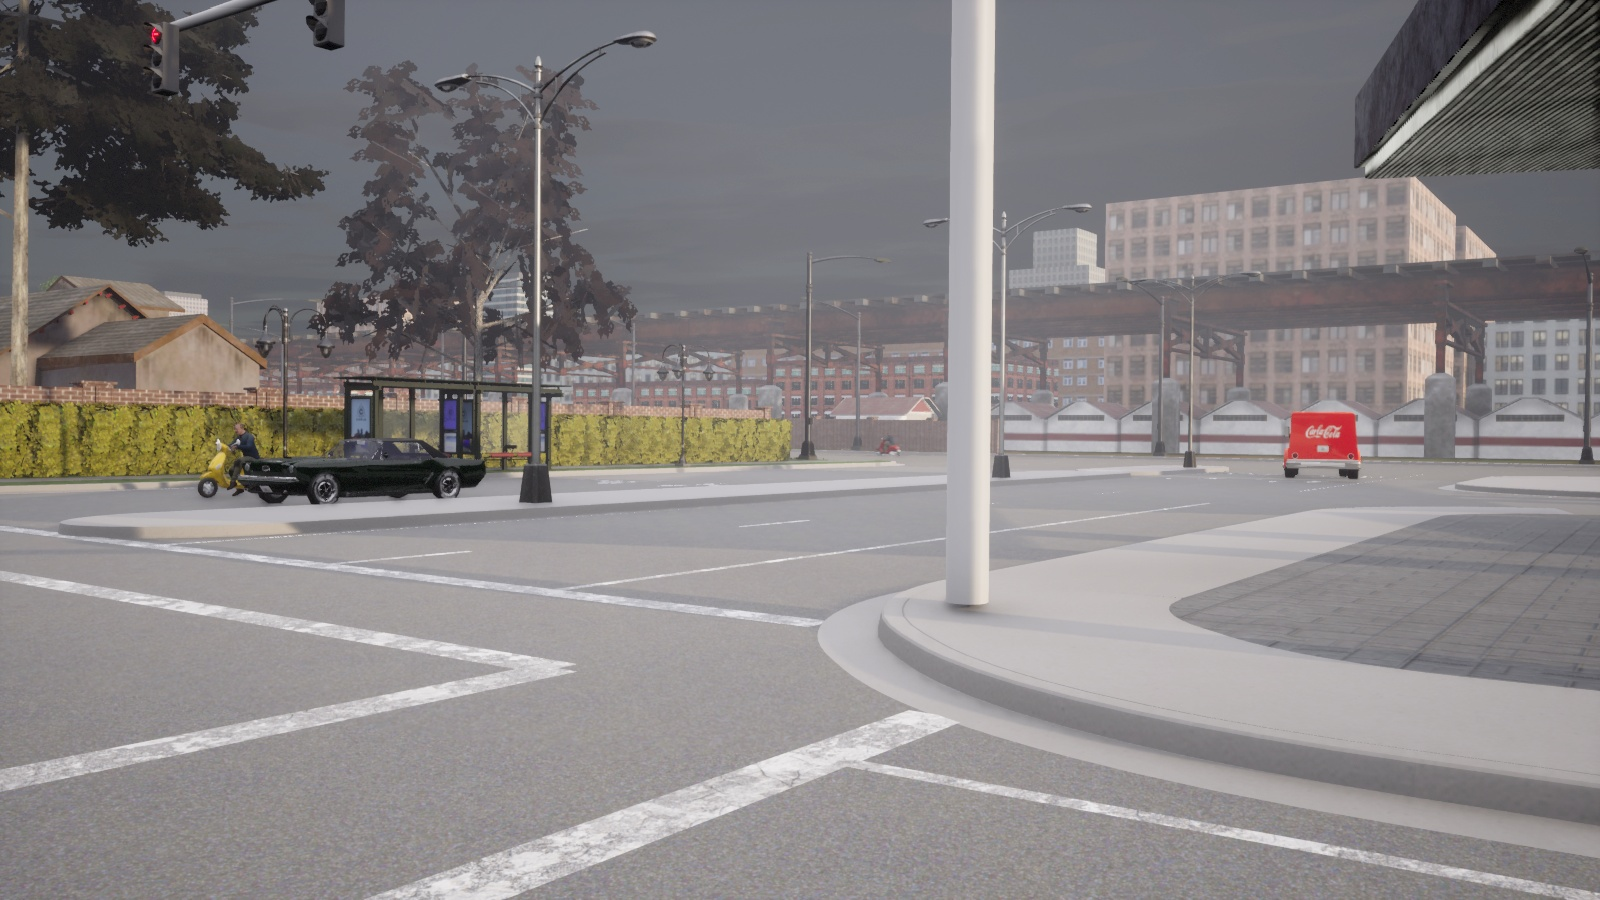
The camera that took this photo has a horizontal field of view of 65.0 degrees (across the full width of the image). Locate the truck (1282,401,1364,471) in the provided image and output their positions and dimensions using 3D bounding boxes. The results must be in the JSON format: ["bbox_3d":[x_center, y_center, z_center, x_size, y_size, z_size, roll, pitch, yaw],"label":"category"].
[{"bbox_3d":[19.412,-0.559,46.861,2.627,2.467,5.204,0,2,21],"label":"truck"}]

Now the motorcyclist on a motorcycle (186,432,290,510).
[{"bbox_3d":[-11.985,0.427,26.842,0.866,1.590,1.817,0,1,35],"label":"motorcyclist on a motorcycle"}]

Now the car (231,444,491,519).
[{"bbox_3d":[-8.724,0.564,25.371,1.895,1.301,4.718,0,1,35],"label":"car"}]

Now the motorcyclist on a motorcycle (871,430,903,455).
[{"bbox_3d":[5.596,-0.467,80.694,1.817,1.590,0.866,0,1,35],"label":"motorcyclist on a motorcycle"}]
